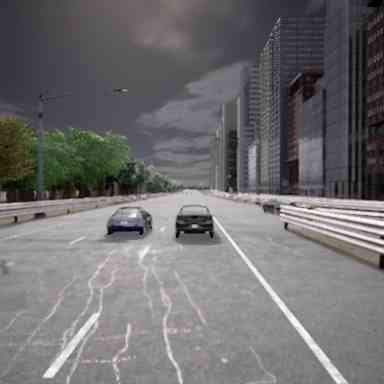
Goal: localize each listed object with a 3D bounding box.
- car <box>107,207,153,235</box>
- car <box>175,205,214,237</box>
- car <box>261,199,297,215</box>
[{"bbox_3d":[-3.367,1.504,18.592,1.994,1.385,4.181,0,0,0],"label":"car"},{"bbox_3d":[0.132,1.421,17.758,1.882,1.535,5.008,0,0,0],"label":"car"},{"bbox_3d":[8.578,1.432,33.127,2.163,1.488,4.792,0,0,-12],"label":"car"}]
